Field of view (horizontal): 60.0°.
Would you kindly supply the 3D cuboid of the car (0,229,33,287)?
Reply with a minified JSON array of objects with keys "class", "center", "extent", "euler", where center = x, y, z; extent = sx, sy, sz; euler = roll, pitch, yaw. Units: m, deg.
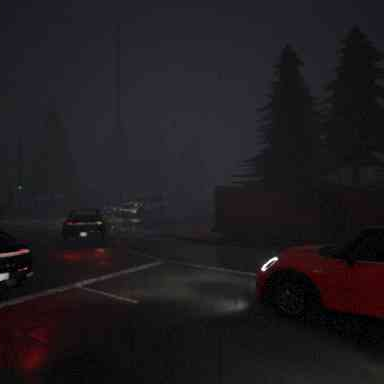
[{"class":"car","center":[-5.849,1.525,8.162],"extent":[4.902,1.511,2.128],"euler":[0,0,36]}]

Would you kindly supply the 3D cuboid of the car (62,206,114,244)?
[{"class":"car","center":[-5.033,1.538,16.125],"extent":[2.128,1.511,4.902],"euler":[-1,0,-13]}]

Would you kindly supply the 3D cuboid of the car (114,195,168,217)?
[{"class":"car","center":[-4.548,1.299,32.260],"extent":[2.150,2.045,5.566],"euler":[0,0,32]}]

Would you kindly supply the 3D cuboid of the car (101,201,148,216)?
[{"class":"car","center":[-6.970,1.691,34.809],"extent":[1.895,1.301,4.718],"euler":[0,0,35]}]

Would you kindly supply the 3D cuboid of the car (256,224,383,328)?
[{"class":"car","center":[3.445,1.353,5.835],"extent":[4.553,1.767,2.097],"euler":[0,0,36]}]
